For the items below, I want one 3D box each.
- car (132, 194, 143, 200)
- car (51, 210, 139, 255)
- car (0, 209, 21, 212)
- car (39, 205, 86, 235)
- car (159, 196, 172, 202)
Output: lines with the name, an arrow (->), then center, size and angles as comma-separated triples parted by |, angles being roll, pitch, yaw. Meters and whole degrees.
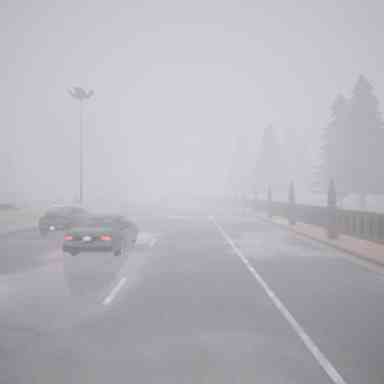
car -> -15.037, 1.460, 92.065 | 1.837, 1.490, 4.892 | 0, 0, -32
car -> -3.399, 1.564, 13.292 | 2.033, 1.411, 5.357 | 0, 0, 0
car -> -14.099, 1.534, 23.758 | 1.837, 1.490, 4.892 | 0, 0, 0
car -> -6.897, 1.528, 18.816 | 1.837, 1.490, 4.892 | 0, 0, 0
car -> -6.076, 1.571, 76.040 | 1.882, 1.535, 5.008 | 0, 0, -21
